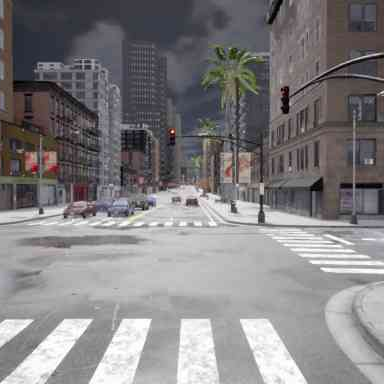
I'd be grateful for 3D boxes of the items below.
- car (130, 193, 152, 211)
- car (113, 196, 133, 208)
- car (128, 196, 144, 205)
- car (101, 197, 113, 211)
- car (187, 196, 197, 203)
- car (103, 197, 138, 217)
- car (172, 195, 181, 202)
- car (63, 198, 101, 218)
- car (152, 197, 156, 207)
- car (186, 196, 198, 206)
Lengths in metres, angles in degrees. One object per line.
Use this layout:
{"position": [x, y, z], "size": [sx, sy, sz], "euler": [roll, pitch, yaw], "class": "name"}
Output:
{"position": [-6.671, 1.206, 41.230], "size": [2.150, 2.045, 5.566], "euler": [0, 0, 0], "class": "car"}
{"position": [-9.936, 1.456, 48.044], "size": [1.882, 1.535, 5.008], "euler": [0, 0, 0], "class": "car"}
{"position": [-9.919, 1.439, 59.311], "size": [1.882, 1.535, 5.008], "euler": [0, 0, 1], "class": "car"}
{"position": [-9.918, 1.338, 38.745], "size": [2.097, 1.767, 4.553], "euler": [0, 0, 0], "class": "car"}
{"position": [-0.061, 1.496, 71.401], "size": [1.994, 1.385, 4.181], "euler": [0, 0, 0], "class": "car"}
{"position": [-6.660, 1.515, 31.538], "size": [1.812, 1.442, 4.674], "euler": [0, 0, 0], "class": "car"}
{"position": [-3.301, 1.433, 70.931], "size": [2.128, 1.511, 4.902], "euler": [0, 0, 0], "class": "car"}
{"position": [-9.903, 1.516, 29.753], "size": [1.812, 1.442, 4.674], "euler": [0, 0, 0], "class": "car"}
{"position": [-6.684, 1.451, 51.671], "size": [1.882, 1.535, 5.008], "euler": [0, 0, 0], "class": "car"}
{"position": [-0.002, 1.447, 54.589], "size": [1.882, 1.535, 5.008], "euler": [0, 0, 0], "class": "car"}
